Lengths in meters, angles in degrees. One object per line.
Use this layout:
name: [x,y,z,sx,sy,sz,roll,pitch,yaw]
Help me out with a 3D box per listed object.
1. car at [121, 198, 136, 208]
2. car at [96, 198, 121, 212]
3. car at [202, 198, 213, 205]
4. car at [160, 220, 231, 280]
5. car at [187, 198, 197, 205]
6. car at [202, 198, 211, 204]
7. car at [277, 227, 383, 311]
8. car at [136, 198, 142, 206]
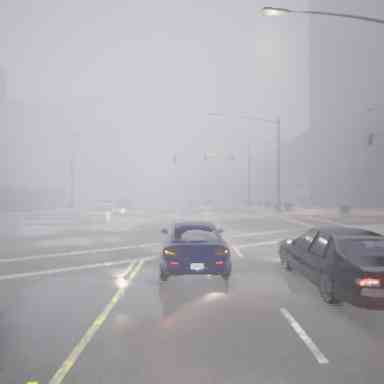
car: [-10.556,1.708,51.267,2.128,1.511,4.902,0,-1,0]
car: [-10.565,1.639,41.488,1.812,1.442,4.674,0,0,0]
car: [3.506,2.036,71.655,1.994,1.385,4.181,0,-1,0]
car: [0.031,1.565,10.018,1.812,1.442,4.674,0,0,-2]
car: [0.005,1.942,70.359,1.882,1.535,5.008,0,-1,0]
car: [3.505,2.153,81.607,2.033,1.411,5.357,0,-1,0]
car: [3.607,1.576,8.090,2.033,1.411,5.357,0,0,0]
car: [-10.519,1.826,61.419,1.882,1.535,5.008,0,-1,0]
